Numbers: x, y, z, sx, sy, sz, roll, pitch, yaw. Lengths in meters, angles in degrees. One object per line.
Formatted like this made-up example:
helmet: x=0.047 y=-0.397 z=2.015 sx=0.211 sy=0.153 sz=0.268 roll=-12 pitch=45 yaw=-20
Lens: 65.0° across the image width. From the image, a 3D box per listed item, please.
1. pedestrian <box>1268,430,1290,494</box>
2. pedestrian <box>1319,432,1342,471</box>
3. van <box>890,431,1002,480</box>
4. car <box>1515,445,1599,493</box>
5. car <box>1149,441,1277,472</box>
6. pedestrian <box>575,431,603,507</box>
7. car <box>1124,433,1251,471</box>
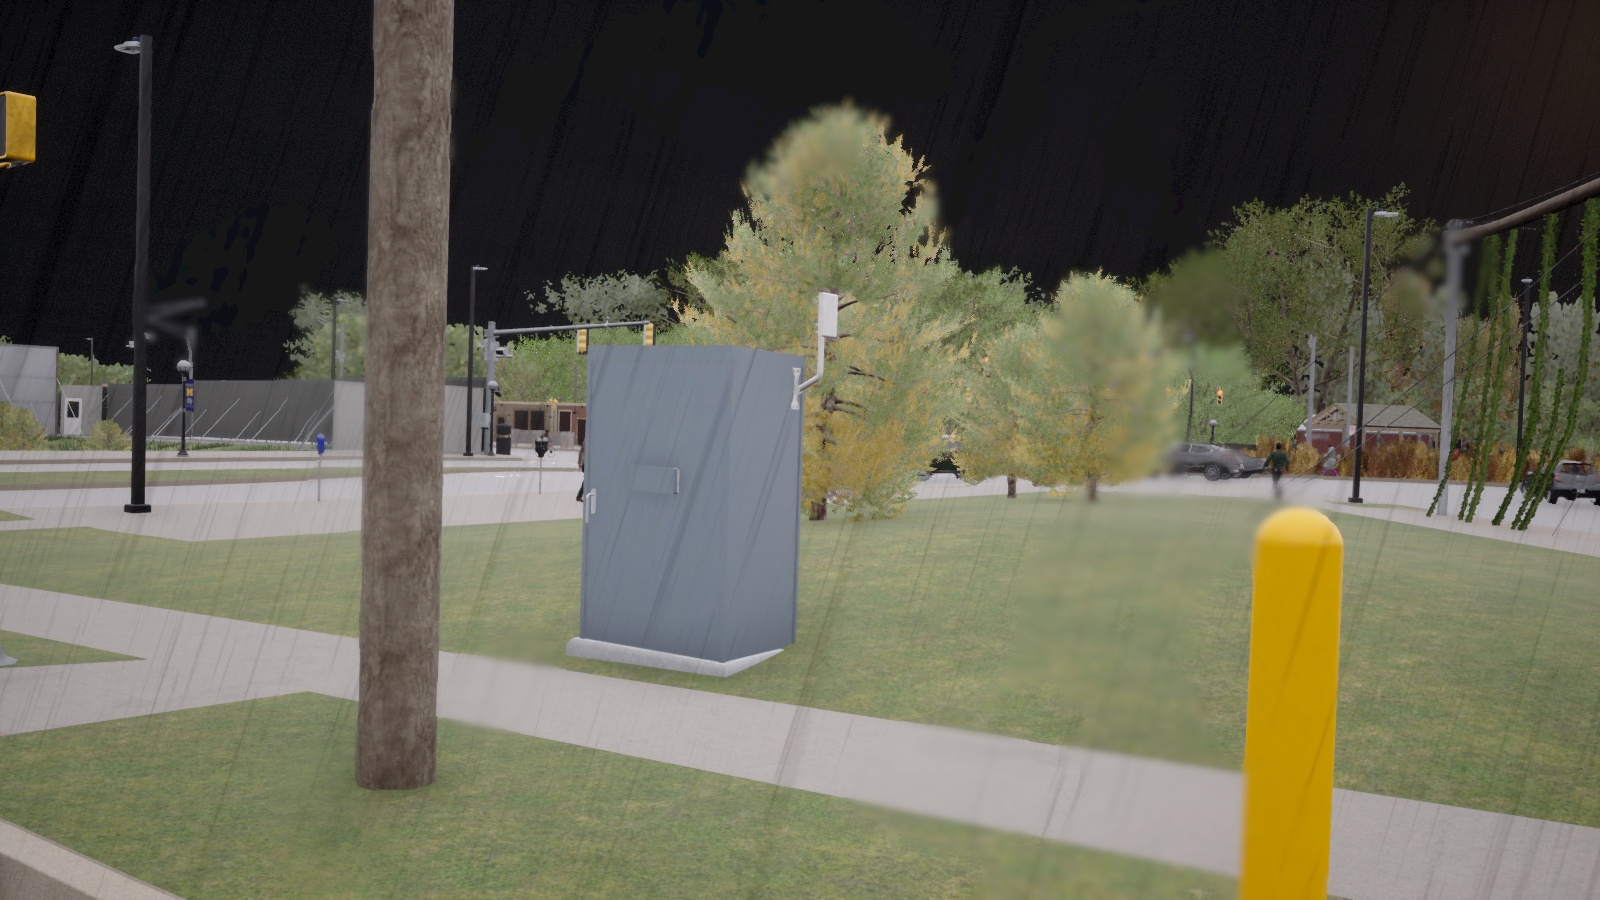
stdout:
pedestrian: x=14.982 y=0.360 z=39.311 sx=0.423 sy=1.949 sz=0.788 roll=1 pitch=2 yaw=8
pedestrian: x=26.485 y=0.070 z=62.724 sx=0.873 sy=1.952 sz=0.659 roll=2 pitch=2 yaw=37
van: x=6.273 y=0.206 z=54.049 sx=4.442 sy=1.987 sz=1.775 roll=-1 pitch=1 yaw=-20
car: x=27.035 y=0.648 z=44.603 sx=1.845 sy=1.501 sz=3.633 roll=1 pitch=2 yaw=13
car: x=19.501 y=0.293 z=59.383 sx=5.357 sy=1.411 sz=2.033 roll=0 pitch=1 yaw=34
pedestrian: x=-5.212 y=0.465 z=31.059 sx=0.331 sy=1.846 sz=0.634 roll=2 pitch=2 yaw=31
car: x=17.393 y=0.084 z=56.400 sx=5.027 sy=1.651 sz=2.152 roll=0 pitch=1 yaw=34
